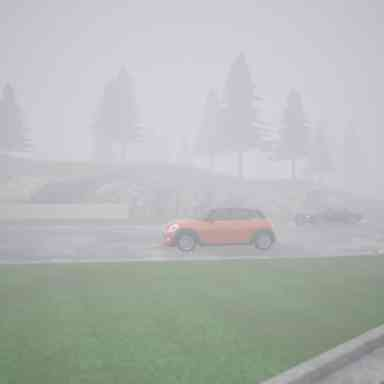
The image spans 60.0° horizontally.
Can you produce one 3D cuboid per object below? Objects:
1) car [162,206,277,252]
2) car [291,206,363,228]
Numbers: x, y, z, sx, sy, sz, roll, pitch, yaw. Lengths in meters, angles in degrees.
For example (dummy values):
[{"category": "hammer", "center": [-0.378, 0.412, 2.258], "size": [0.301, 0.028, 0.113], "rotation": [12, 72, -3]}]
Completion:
[{"category": "car", "center": [1.057, 1.382, 13.684], "size": [4.553, 1.767, 2.097], "rotation": [0, 0, -7]}, {"category": "car", "center": [9.246, 1.660, 22.843], "size": [4.718, 1.301, 1.895], "rotation": [0, 0, -20]}]
